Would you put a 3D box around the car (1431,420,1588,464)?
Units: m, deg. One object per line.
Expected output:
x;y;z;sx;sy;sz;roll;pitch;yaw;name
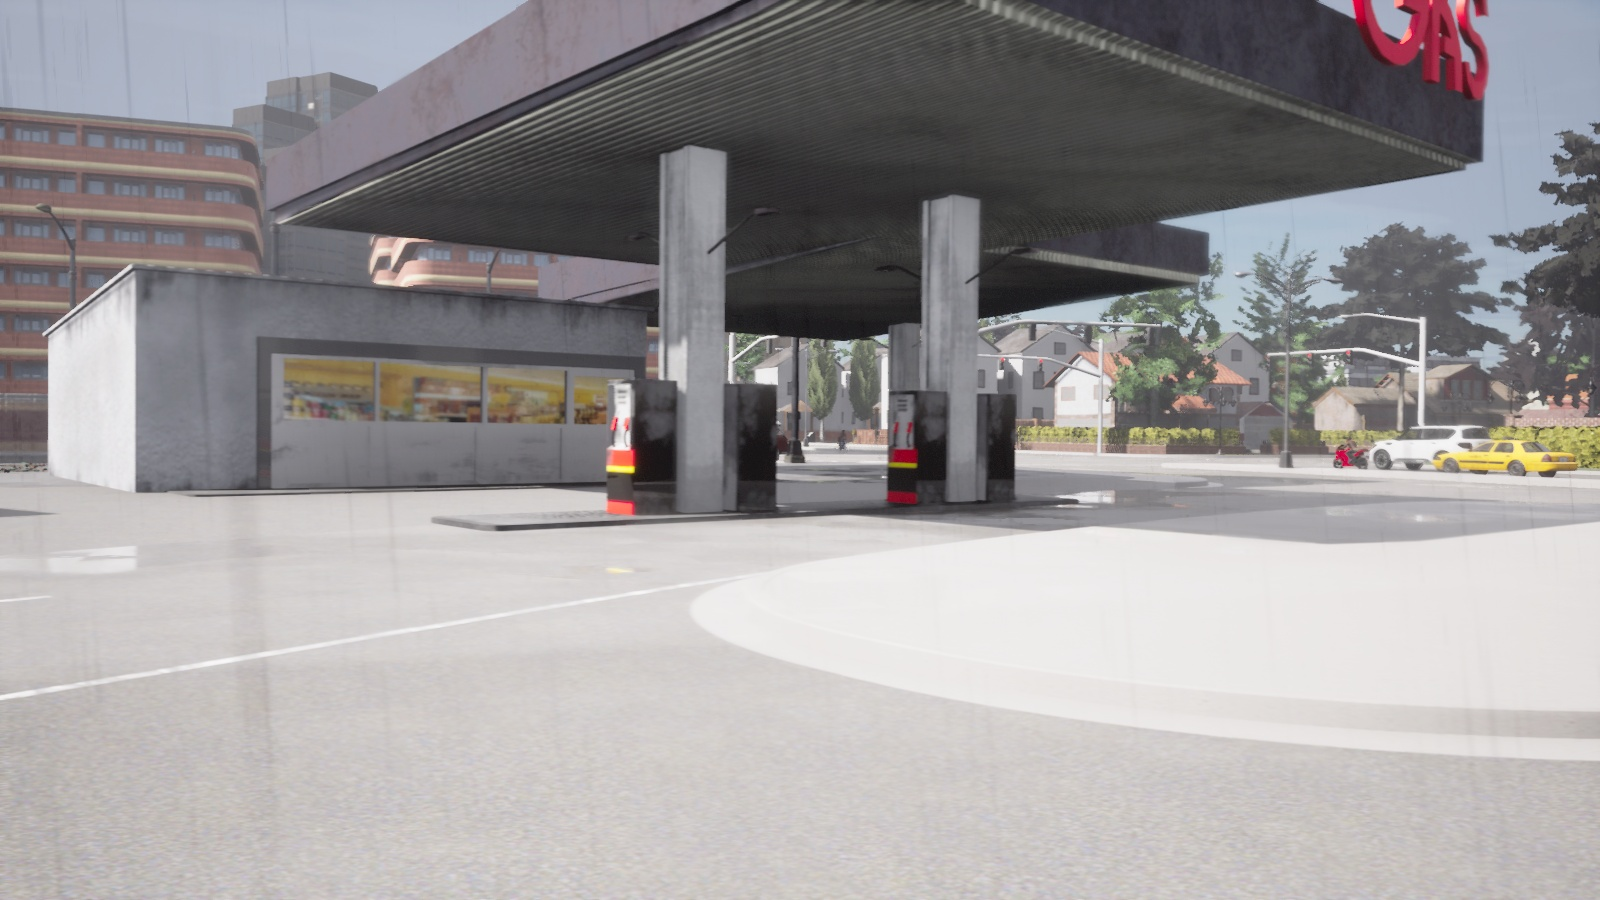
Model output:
27.329;-0.326;48.613;1.801;1.575;5.366;-1;1;-22;car

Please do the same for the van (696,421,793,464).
-2.736;-0.389;61.916;4.442;1.987;1.775;-1;1;-23;van

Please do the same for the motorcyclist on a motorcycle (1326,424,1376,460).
24.475;-0.364;55.805;0.797;1.523;2.044;-1;1;-22;motorcyclist on a motorcycle

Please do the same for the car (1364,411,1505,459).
28.164;-0.671;55.984;2.150;2.045;5.566;-1;1;-22;car
